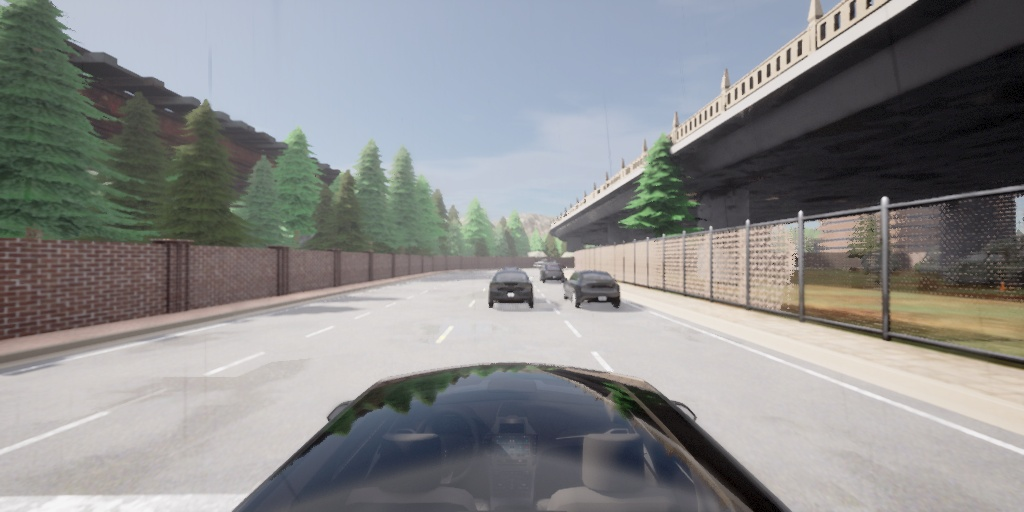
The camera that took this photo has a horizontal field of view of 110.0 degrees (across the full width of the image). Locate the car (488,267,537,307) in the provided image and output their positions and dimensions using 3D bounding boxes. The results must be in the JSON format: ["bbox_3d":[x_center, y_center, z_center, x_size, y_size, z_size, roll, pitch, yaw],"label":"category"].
[{"bbox_3d":[-0.032,1.367,16.334,1.882,1.535,5.008,0,0,0],"label":"car"}]

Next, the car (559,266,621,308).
[{"bbox_3d":[3.466,1.394,16.158,1.837,1.490,4.892,0,0,0],"label":"car"}]

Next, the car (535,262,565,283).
[{"bbox_3d":[3.418,1.522,31.152,2.128,1.511,4.902,0,0,0],"label":"car"}]
